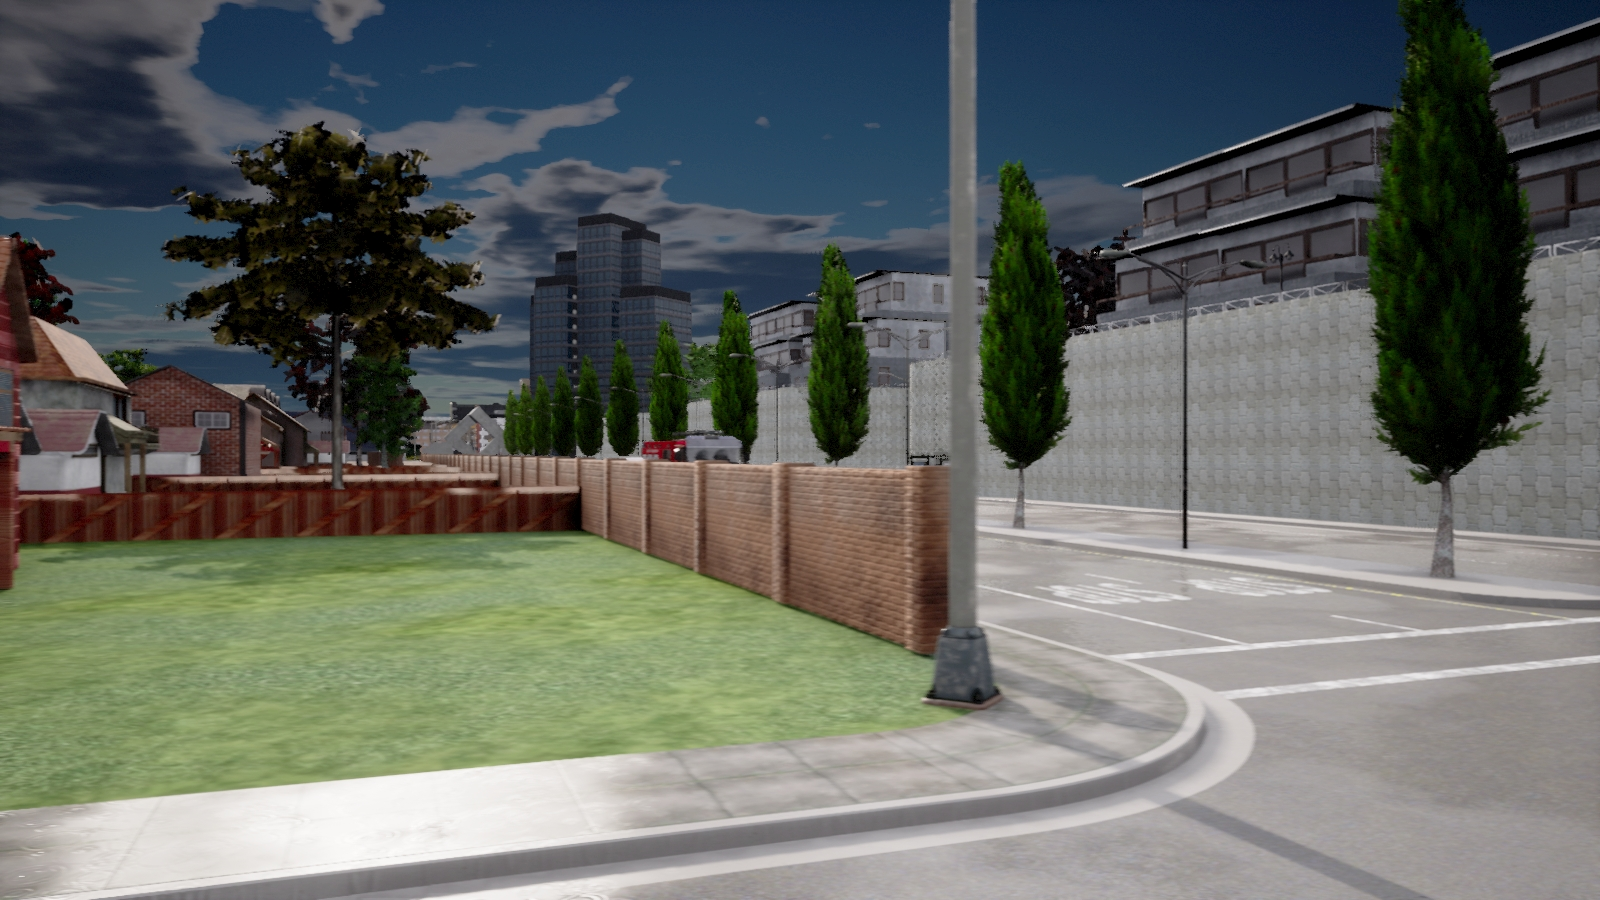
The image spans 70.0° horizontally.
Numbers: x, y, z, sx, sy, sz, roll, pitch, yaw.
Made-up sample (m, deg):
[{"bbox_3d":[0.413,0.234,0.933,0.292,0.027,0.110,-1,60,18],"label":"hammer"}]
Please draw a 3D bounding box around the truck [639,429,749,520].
[{"bbox_3d":[-5.044,1.049,52.662,2.891,3.827,8.468,0,0,-21],"label":"truck"}]
